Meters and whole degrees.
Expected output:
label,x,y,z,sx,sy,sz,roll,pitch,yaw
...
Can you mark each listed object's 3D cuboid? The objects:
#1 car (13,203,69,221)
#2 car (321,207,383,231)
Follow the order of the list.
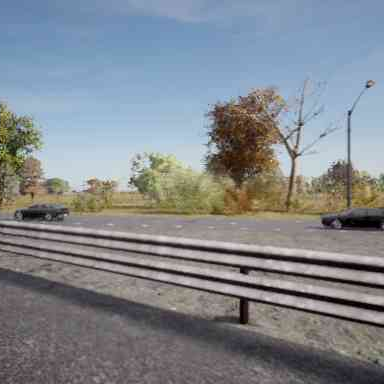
label,x,y,z,sx,sy,sz,roll,pitch,yaw
car,-13.221,1.729,29.157,4.892,1.490,1.837,0,0,14
car,11.602,1.816,23.054,5.008,1.535,1.882,0,0,14
